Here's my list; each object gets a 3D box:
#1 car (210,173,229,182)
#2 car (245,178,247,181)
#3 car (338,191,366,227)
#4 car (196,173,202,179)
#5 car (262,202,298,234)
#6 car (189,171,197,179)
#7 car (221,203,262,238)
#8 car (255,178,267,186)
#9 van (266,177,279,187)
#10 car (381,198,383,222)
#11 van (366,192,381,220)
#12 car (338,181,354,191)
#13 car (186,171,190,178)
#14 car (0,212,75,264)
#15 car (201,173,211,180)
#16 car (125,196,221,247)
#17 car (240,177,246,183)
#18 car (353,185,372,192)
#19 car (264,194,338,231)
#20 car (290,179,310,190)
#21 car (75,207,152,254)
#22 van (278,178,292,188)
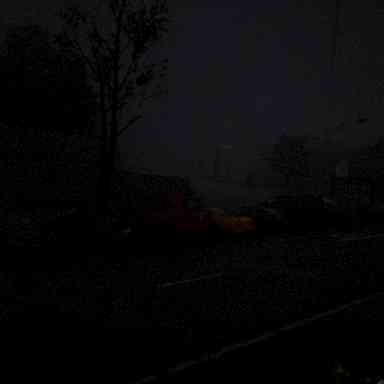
[{"bbox_3d":[7.542,-3.434,83.721,1.946,1.575,5.366,6,3,34],"label":"car"},{"bbox_3d":[14.349,-2.302,73.721,2.002,1.452,4.674,7,4,35],"label":"car"},{"bbox_3d":[8.089,1.175,22.101,5.566,2.045,2.435,-1,-1,35],"label":"car"},{"bbox_3d":[3.915,-4.106,88.461,2.185,1.767,4.553,6,3,34],"label":"car"},{"bbox_3d":[3.133,1.486,18.662,4.674,1.452,2.002,-1,0,35],"label":"car"},{"bbox_3d":[2.196,-4.340,90.938,2.185,1.767,4.553,4,1,34],"label":"car"},{"bbox_3d":[0.520,1.455,17.046,5.366,1.575,1.946,-1,0,35],"label":"car"},{"bbox_3d":[16.171,-2.071,71.393,1.946,1.575,5.366,7,3,35],"label":"car"},{"bbox_3d":[17.734,-2.022,68.655,1.878,1.987,4.442,7,4,35],"label":"van"},{"bbox_3d":[13.052,1.281,25.500,4.553,1.767,2.185,-1,0,36],"label":"car"},{"bbox_3d":[10.635,1.189,23.760,4.442,1.987,1.878,-1,-1,35],"label":"van"},{"bbox_3d":[26.383,-0.686,56.400,2.435,2.045,5.566,7,3,35],"label":"car"},{"bbox_3d":[0.434,-4.617,93.293,2.435,2.045,5.566,1,-1,35],"label":"car"},{"bbox_3d":[-6.689,1.489,11.759,4.892,1.521,2.231,-1,-1,35],"label":"car"},{"bbox_3d":[5.699,-3.955,85.987,2.435,2.045,5.566,7,4,34],"label":"car"},{"bbox_3d":[-1.809,1.215,15.228,5.566,2.045,2.435,-1,0,35],"label":"car"},{"bbox_3d":[12.617,-2.575,76.190,2.002,1.452,4.674,7,3,35],"label":"car"},{"bbox_3d":[28.065,-0.124,53.922,2.002,1.452,4.674,7,3,35],"label":"car"},{"bbox_3d":[5.567,1.185,20.408,5.566,2.045,2.435,-1,0,35],"label":"car"},{"bbox_3d":[21.204,-1.251,63.807,2.231,1.521,4.892,7,3,35],"label":"car"},{"bbox_3d":[-4.261,1.506,13.495,4.792,1.488,2.163,-1,0,35],"label":"car"},{"bbox_3d":[19.452,-1.749,66.176,1.878,1.987,4.442,7,4,35],"label":"van"}]
